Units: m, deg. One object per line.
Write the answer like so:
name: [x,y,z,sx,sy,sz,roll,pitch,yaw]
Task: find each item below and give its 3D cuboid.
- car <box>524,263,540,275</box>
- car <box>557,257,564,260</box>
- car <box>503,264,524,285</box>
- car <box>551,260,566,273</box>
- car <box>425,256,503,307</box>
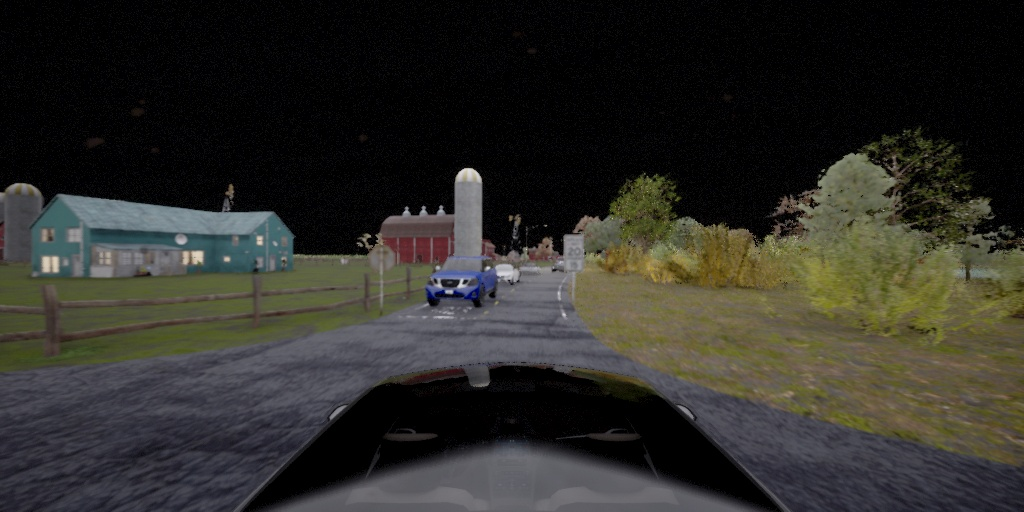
car: [1.985,1.468,40.252,1.895,1.301,4.718,0,0,11]
car: [8.151,1.194,57.209,2.150,2.045,5.566,0,0,11]
car: [-0.538,1.340,26.749,1.812,1.442,4.674,0,0,10]
car: [6.249,1.521,47.385,1.895,1.301,4.718,0,0,11]
car: [-2.005,0.999,16.095,2.150,2.045,5.566,0,0,7]
